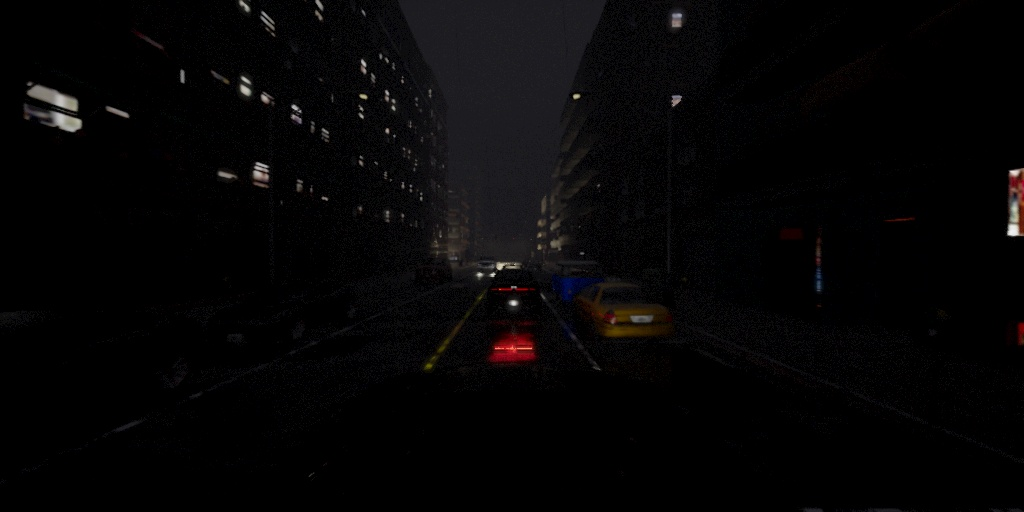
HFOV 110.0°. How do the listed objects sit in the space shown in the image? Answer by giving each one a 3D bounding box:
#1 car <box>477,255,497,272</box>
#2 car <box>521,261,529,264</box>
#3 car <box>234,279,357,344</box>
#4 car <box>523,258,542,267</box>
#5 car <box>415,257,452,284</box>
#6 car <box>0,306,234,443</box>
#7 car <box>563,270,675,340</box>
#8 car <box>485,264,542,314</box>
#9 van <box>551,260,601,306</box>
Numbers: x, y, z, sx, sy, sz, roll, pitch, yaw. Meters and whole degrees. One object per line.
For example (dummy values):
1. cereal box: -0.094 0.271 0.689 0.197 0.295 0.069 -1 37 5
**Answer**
1. car: -3.090 0.891 45.121 2.150 2.045 5.566 0 0 0
2. car: 0.070 1.300 27.777 1.895 1.301 4.718 0 0 0
3. car: -5.690 1.299 9.556 1.948 1.339 4.313 0 0 0
4. car: 2.698 1.224 43.658 2.007 1.370 4.403 0 0 0
5. car: -5.687 1.016 26.610 2.192 1.841 5.009 0 0 0
6. car: -5.691 1.311 3.872 1.948 1.339 4.313 0 0 0
7. car: 2.691 1.259 9.721 1.751 1.417 4.829 0 0 0
8. car: 0.072 1.230 13.759 1.837 1.490 4.892 0 0 0
9. van: 2.692 1.063 15.236 1.690 1.789 3.998 0 0 0
